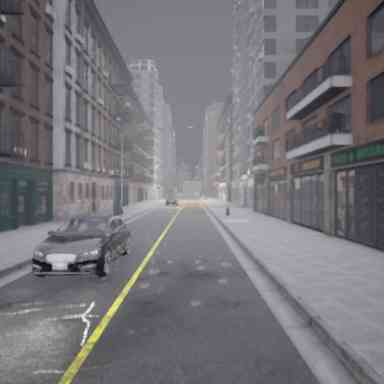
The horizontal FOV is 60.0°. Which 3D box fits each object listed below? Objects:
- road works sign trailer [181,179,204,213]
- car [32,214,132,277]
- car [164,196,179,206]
[{"bbox_3d":[0.011,0.378,36.447,2.380,3.560,2.880,0,0,0],"label":"road works sign trailer"},{"bbox_3d":[-3.098,1.474,10.246,2.128,1.511,4.902,0,0,0],"label":"car"},{"bbox_3d":[-3.067,1.375,50.263,1.837,1.490,4.892,0,0,0],"label":"car"}]
